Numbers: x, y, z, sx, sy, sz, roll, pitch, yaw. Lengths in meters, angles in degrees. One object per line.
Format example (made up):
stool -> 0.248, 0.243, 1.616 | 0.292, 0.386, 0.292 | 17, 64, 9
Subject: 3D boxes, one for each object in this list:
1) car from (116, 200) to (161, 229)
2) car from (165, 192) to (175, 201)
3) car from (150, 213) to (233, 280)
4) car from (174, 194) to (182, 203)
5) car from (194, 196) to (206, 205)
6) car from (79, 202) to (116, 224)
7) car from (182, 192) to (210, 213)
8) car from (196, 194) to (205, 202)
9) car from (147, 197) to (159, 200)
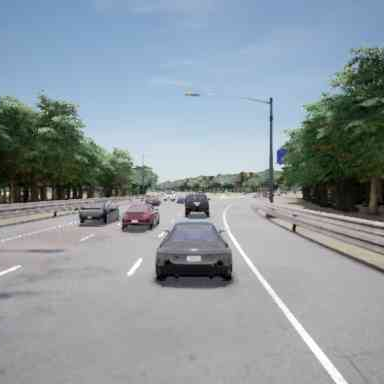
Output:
car -> -3.177, 1.488, 21.040 | 1.812, 1.442, 4.674 | 0, 0, 1
car -> -4.945, 0.992, 75.384 | 2.150, 2.045, 5.566 | 0, 0, 1
car -> 0.066, 1.555, 9.926 | 1.994, 1.385, 4.181 | 0, 0, 1
car -> -1.709, 1.347, 63.236 | 2.033, 1.411, 5.357 | 0, 0, 2
car -> 1.408, 1.396, 56.286 | 1.994, 1.385, 4.181 | 0, 0, 2
car -> -6.604, 1.442, 24.146 | 2.128, 1.511, 4.902 | 0, 0, 2
car -> 0.509, 1.157, 30.923 | 2.150, 2.045, 5.566 | 0, 0, 2
car -> 1.914, 1.284, 70.560 | 1.837, 1.490, 4.892 | 0, 0, 2
car -> -5.760, 1.416, 49.215 | 1.994, 1.385, 4.181 | 0, 0, 2
